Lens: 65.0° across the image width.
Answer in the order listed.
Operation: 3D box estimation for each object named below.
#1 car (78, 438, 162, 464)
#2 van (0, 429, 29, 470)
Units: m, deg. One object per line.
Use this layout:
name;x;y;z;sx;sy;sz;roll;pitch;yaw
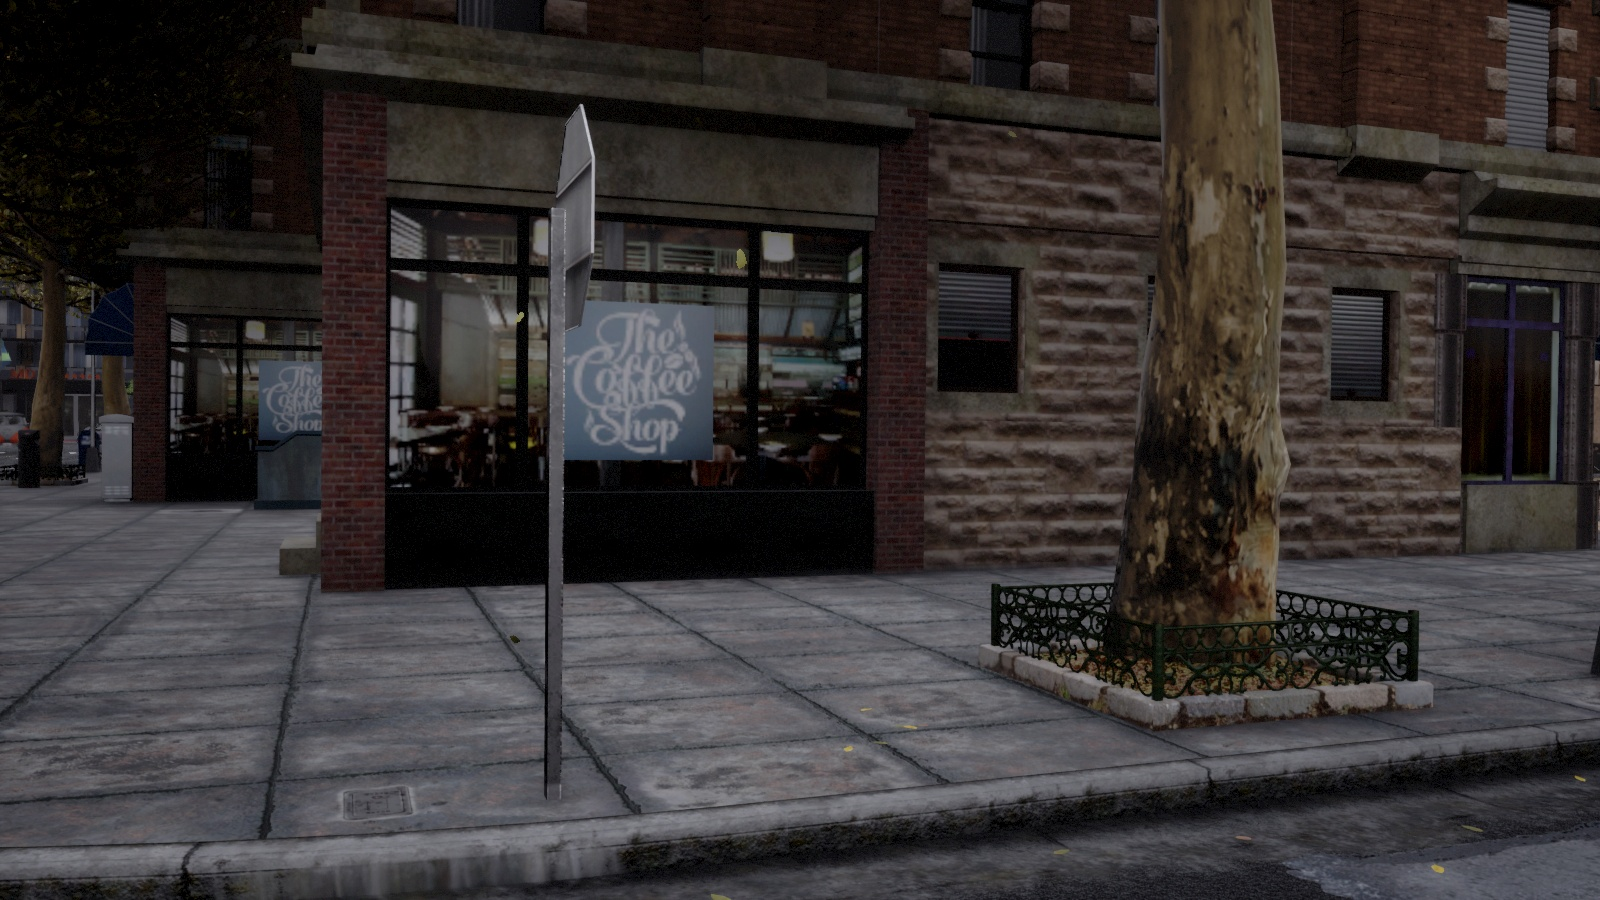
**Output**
car;-40.964;0.022;75.751;4.193;1.474;1.816;-1;1;-20
van;-39.368;-0.036;62.204;1.775;1.987;4.442;-1;1;-34
